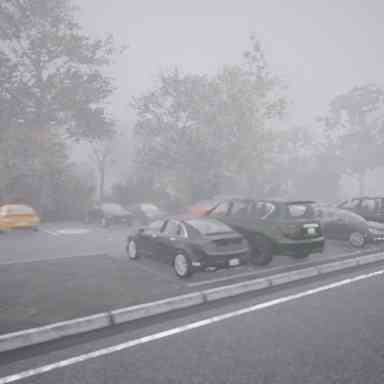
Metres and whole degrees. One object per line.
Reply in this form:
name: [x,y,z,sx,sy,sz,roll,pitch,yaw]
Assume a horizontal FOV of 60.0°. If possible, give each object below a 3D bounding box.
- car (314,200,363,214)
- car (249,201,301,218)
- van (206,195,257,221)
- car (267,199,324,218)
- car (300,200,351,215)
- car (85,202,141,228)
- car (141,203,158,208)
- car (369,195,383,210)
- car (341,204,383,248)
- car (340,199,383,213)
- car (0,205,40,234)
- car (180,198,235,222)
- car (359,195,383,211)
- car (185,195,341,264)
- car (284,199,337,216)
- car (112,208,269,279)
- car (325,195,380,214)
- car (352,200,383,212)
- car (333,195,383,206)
car: [16.986,1.690,38.676,2.163,1.488,4.792,1,0,-36]
car: [7.942,1.614,32.169,2.002,1.452,4.674,1,0,-36]
van: [3.341,1.305,29.028,1.878,1.987,4.442,0,0,-36]
car: [10.314,1.593,33.640,1.946,1.575,5.366,1,0,-36]
car: [14.755,1.668,37.008,2.163,1.488,4.792,1,0,-36]
car: [-5.662,1.473,22.470,2.097,1.535,5.008,0,0,-35]
car: [-3.391,1.524,24.085,2.002,1.452,4.674,0,0,-35]
car: [28.244,1.542,46.660,2.435,2.045,5.566,1,0,-36]
car: [6.487,1.496,15.069,2.231,1.521,4.892,0,0,-36]
car: [21.536,1.709,41.889,2.097,1.535,5.008,1,0,-36]
car: [-10.191,1.463,19.231,2.097,1.535,5.008,0,0,-35]
car: [1.163,1.388,27.292,2.185,1.767,4.553,0,0,-36]
car: [26.080,1.513,45.111,2.435,2.045,5.566,1,0,-36]
car: [1.911,1.221,11.835,2.435,2.045,5.566,0,0,-35]
car: [12.476,1.617,35.407,2.097,1.535,5.008,1,0,-36]
car: [-0.351,1.467,10.181,2.231,1.521,4.892,0,0,-35]
car: [19.284,1.432,40.250,2.435,2.045,5.566,1,0,-36]
car: [23.698,1.774,43.439,2.002,1.452,4.674,1,0,-36]
car: [8.759,1.262,16.717,2.435,2.045,5.566,0,0,-36]
